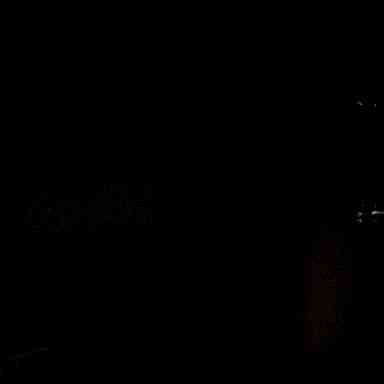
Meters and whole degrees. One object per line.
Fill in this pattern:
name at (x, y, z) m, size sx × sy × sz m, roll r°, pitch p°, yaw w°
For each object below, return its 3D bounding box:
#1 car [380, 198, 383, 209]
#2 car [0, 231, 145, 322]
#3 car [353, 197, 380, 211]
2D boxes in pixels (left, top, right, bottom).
car at (24.557, 1.418, 41.040) m, size 1.882 × 1.535 × 5.008 m, roll 0°, pitch 0°, yaw 13°
car at (-2.500, 1.527, 6.630) m, size 5.357 × 1.411 × 2.033 m, roll 0°, pitch 0°, yaw -36°
car at (20.591, 1.442, 39.836) m, size 1.837 × 1.490 × 4.892 m, roll 1°, pitch 0°, yaw 17°
